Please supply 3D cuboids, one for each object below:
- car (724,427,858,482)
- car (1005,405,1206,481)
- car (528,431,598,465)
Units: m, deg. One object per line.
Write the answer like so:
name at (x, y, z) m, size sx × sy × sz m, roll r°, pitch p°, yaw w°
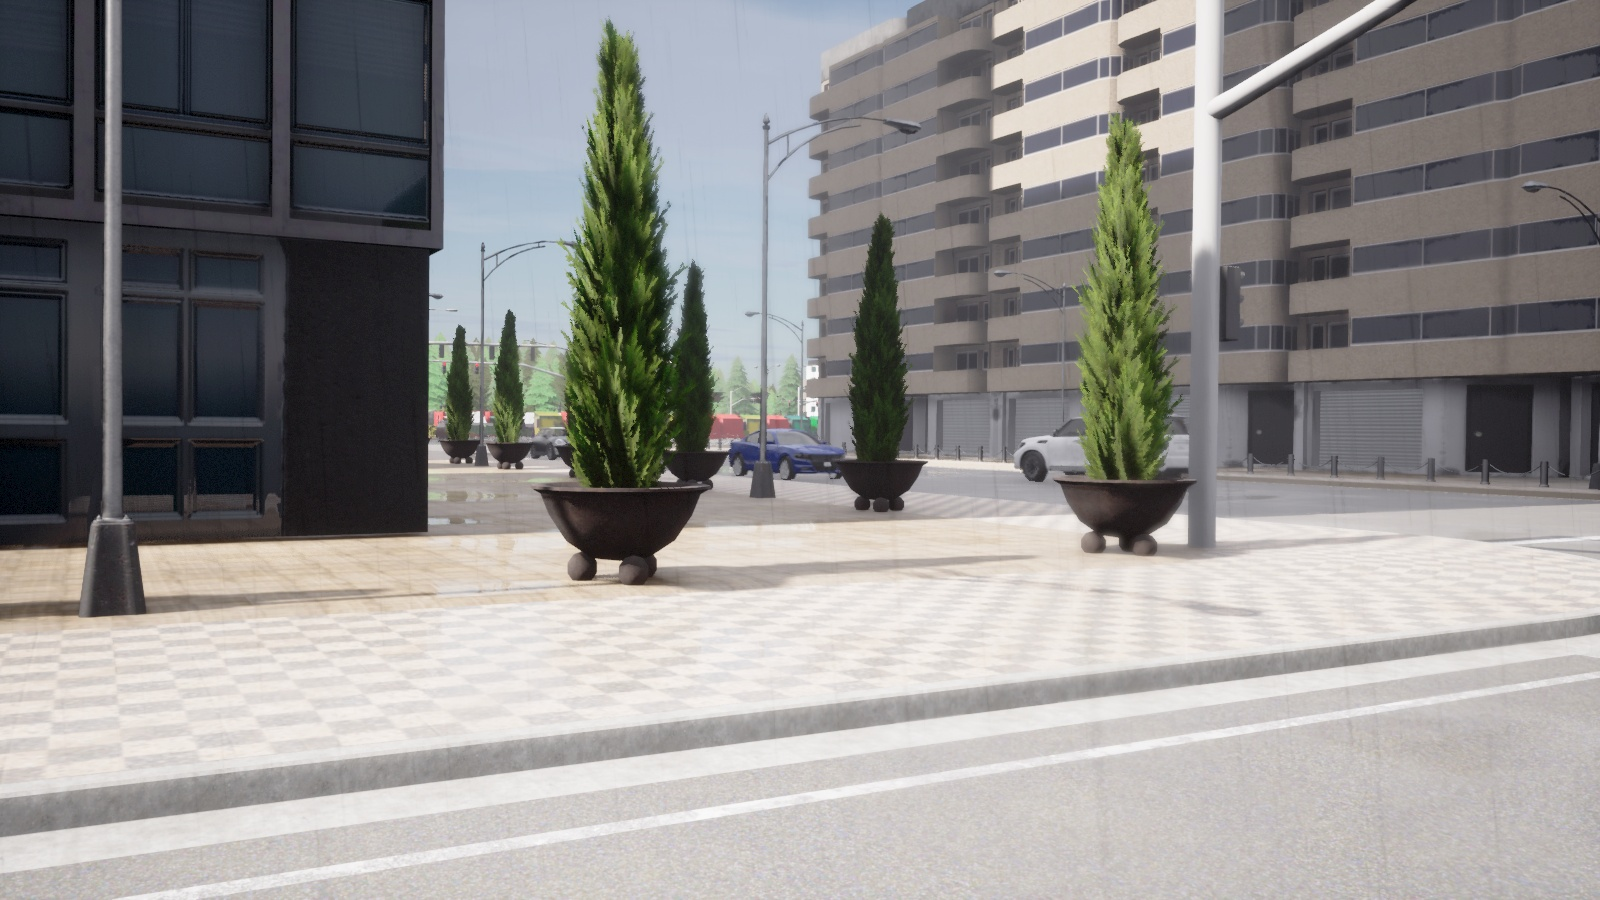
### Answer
car at (-0.375, 0.102, 38.259) m, size 1.882 × 1.535 × 5.008 m, roll -1°, pitch 1°, yaw -29°
car at (8.771, -0.228, 36.570) m, size 2.150 × 2.045 × 5.566 m, roll -1°, pitch 1°, yaw -37°
car at (-10.735, -0.100, 56.795) m, size 1.970 × 1.475 × 3.806 m, roll -1°, pitch 1°, yaw -29°
